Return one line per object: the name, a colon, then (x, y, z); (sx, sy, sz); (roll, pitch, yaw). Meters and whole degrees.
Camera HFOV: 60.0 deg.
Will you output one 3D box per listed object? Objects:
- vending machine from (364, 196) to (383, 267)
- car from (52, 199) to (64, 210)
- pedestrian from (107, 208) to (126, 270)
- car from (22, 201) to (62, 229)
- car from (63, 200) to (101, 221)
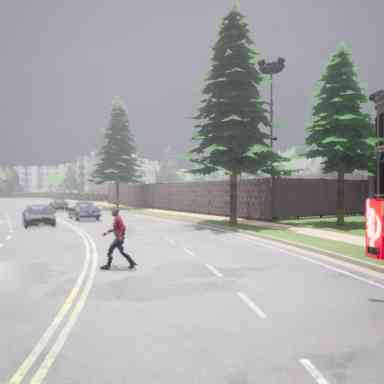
vending machine: (6.202, 1.195, 10.479); (1.100, 2.100, 0.880); (0, 0, -12)
car: (-16.069, 1.547, 39.996); (2.033, 1.411, 5.357); (0, 0, -30)
pedestrian: (-2.147, 1.294, 9.442); (0.375, 1.860, 0.375); (0, 0, -13)
car: (-10.264, 1.547, 22.212); (2.033, 1.411, 5.357); (0, 0, -29)
car: (-8.885, 1.547, 27.283); (2.033, 1.411, 5.357); (0, 0, -29)
